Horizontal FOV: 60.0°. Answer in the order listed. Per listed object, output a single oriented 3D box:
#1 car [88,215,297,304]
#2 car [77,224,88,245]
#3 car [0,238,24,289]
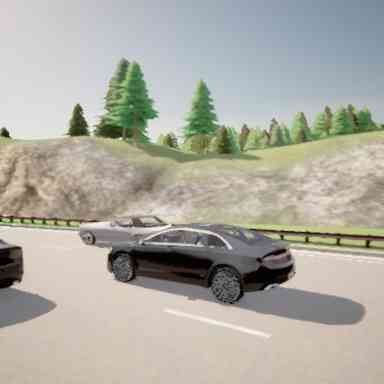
[{"bbox_3d":[0.011,1.500,8.156,4.902,1.511,2.128,0,0,34],"label":"car"},{"bbox_3d":[-2.629,1.630,14.036,4.718,1.301,1.895,0,0,31],"label":"car"},{"bbox_3d":[-6.114,1.520,7.936,5.008,1.535,1.882,0,0,32],"label":"car"}]
